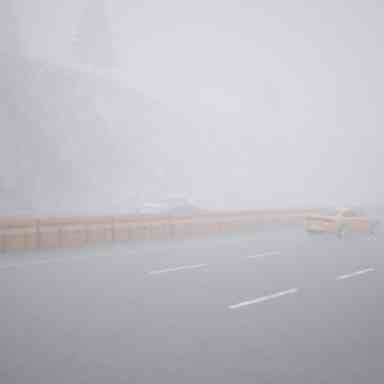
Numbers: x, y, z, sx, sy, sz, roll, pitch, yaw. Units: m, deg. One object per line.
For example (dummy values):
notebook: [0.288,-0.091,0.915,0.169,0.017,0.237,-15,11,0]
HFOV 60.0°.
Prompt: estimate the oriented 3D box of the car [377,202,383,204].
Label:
car: [32.118,1.889,53.245,5.357,1.411,2.033,0,0,-19]

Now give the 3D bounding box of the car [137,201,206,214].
car: [-1.196,1.645,24.603,5.008,1.535,1.882,0,-1,-34]

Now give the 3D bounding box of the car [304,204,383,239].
car: [8.236,1.596,18.082,5.008,1.535,1.882,0,-1,-33]

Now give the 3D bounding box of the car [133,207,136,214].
car: [-3.793,1.719,35.507,5.008,1.535,1.882,0,-1,-33]

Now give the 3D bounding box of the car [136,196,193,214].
car: [-2.235,1.441,32.374,5.566,2.045,2.150,0,-1,-33]
